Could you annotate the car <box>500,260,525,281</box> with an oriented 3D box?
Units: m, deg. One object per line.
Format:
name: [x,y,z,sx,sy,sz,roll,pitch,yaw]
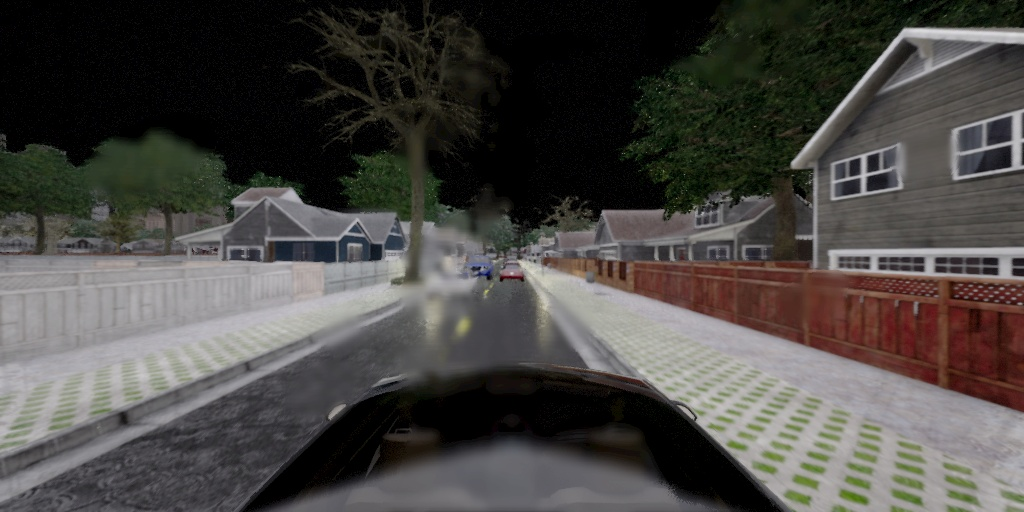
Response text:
car: [0.011,1.306,29.517,1.994,1.385,4.181,0,0,0]

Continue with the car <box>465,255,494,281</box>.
car: [-2.763,0.964,30.865,2.150,2.045,5.566,0,0,0]

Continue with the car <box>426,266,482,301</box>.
car: [-2.760,1.348,17.379,1.895,1.301,4.718,0,0,0]
